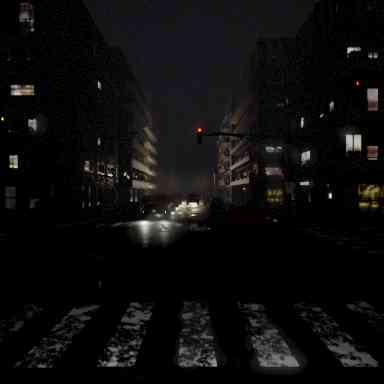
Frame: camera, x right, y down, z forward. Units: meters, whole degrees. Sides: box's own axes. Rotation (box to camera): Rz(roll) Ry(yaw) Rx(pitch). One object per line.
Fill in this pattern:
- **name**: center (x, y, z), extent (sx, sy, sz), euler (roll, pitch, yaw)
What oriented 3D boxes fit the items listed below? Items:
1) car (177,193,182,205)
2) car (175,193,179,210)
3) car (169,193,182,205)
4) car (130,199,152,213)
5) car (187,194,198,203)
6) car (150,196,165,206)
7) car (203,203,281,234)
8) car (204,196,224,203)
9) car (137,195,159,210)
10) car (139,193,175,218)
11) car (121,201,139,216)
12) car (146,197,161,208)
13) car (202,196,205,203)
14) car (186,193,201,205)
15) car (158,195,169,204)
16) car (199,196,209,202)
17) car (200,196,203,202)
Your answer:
- **car**: center (-3.028, 1.366, 49.937), extent (2.097, 1.767, 4.553), euler (0, 0, 0)
- **car**: center (-3.048, 1.361, 40.038), extent (2.097, 1.767, 4.553), euler (0, 0, 0)
- **car**: center (-2.968, 1.242, 60.497), extent (2.150, 2.045, 5.566), euler (0, 0, 1)
- **car**: center (-5.645, 1.533, 37.667), extent (1.752, 1.417, 4.829), euler (0, 0, 0)
- **car**: center (0.109, 1.382, 70.821), extent (2.097, 1.767, 4.553), euler (0, 0, 0)
- **car**: center (-5.624, 1.457, 54.884), extent (1.967, 1.590, 4.097), euler (0, 0, 0)
- **car**: center (2.816, 1.506, 18.712), extent (4.181, 1.385, 1.994), euler (-1, -2, 38)
- **car**: center (2.736, 1.448, 37.829), extent (1.967, 1.590, 4.097), euler (0, 0, 0)
- **car**: center (-5.638, 1.326, 43.519), extent (2.192, 1.841, 5.009), euler (0, 0, 0)
- **car**: center (-3.081, 1.227, 30.126), extent (2.150, 2.045, 5.566), euler (0, 0, 1)
- **car**: center (-5.651, 1.572, 32.154), extent (1.947, 1.339, 4.313), euler (0, 0, 0)
- **car**: center (-5.631, 1.539, 49.032), extent (1.752, 1.417, 4.829), euler (0, 0, 0)
- **car**: center (2.743, 1.451, 43.511), extent (1.967, 1.590, 4.097), euler (0, 0, 0)
- **car**: center (0.173, 1.242, 58.784), extent (2.150, 2.045, 5.566), euler (0, 0, 0)
- **car**: center (-5.610, 1.464, 66.250), extent (1.967, 1.590, 4.097), euler (0, 0, 0)
- **car**: center (2.784, 1.584, 77.605), extent (2.008, 1.369, 4.403), euler (0, 0, 0)
- **car**: center (2.757, 1.598, 54.876), extent (1.802, 1.307, 4.206), euler (0, 0, 0)
